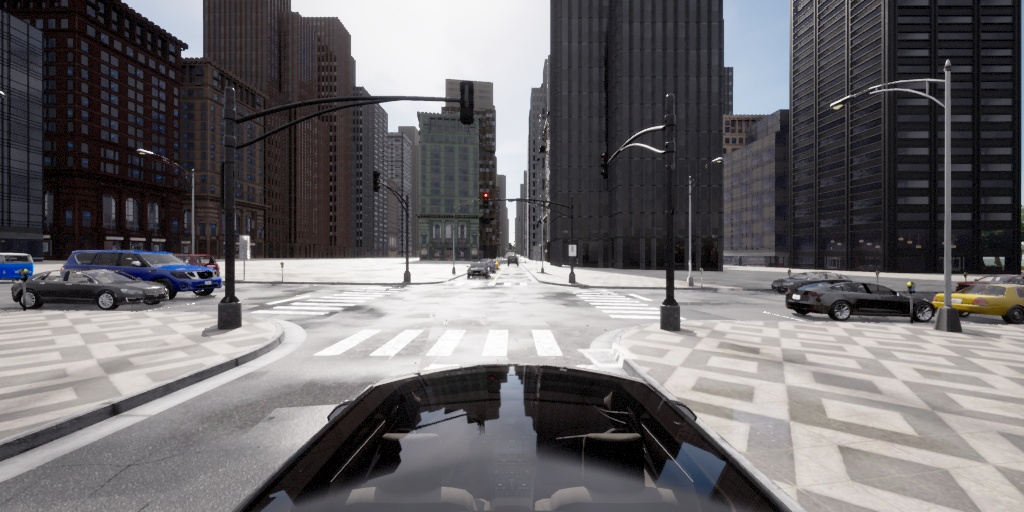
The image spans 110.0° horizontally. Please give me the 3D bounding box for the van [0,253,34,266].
[{"bbox_3d":[-31.105,0.679,21.224,3.998,1.789,1.690,0,0,0],"label":"van"}]

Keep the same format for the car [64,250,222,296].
[{"bbox_3d":[-15.814,0.771,15.419,5.566,2.045,2.150,1,0,0],"label":"car"}]

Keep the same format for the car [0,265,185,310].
[{"bbox_3d":[-14.758,1.116,12.661,4.403,1.370,2.007,0,0,0],"label":"car"}]

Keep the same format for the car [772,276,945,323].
[{"bbox_3d":[12.150,1.523,12.696,4.313,1.339,1.948,0,0,0],"label":"car"}]

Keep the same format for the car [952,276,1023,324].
[{"bbox_3d":[17.962,1.570,12.683,4.829,1.417,1.751,0,0,0],"label":"car"}]

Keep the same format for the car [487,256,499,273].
[{"bbox_3d":[-3.012,1.100,42.303,2.097,1.767,4.553,0,0,0],"label":"car"}]

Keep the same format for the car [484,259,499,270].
[{"bbox_3d":[-2.983,1.225,53.134,1.882,1.535,5.008,0,0,0],"label":"car"}]

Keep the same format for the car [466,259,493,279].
[{"bbox_3d":[-3.035,1.253,33.250,1.837,1.490,4.892,0,0,0],"label":"car"}]

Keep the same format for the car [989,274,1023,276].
[{"bbox_3d":[29.106,1.765,21.183,4.507,1.381,1.888,0,0,0],"label":"car"}]

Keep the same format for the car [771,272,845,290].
[{"bbox_3d":[17.820,1.590,21.208,4.403,1.370,2.007,0,0,0],"label":"car"}]
